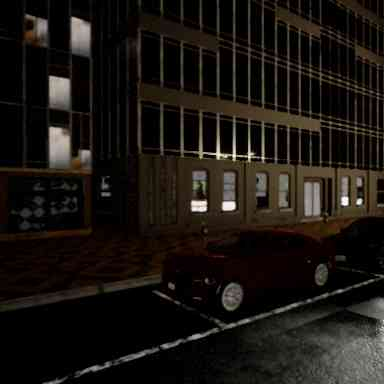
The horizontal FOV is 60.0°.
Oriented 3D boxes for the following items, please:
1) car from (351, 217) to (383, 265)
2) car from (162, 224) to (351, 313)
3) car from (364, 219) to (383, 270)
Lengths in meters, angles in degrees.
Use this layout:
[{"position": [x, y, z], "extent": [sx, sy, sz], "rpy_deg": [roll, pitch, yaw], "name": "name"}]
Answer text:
[{"position": [6.084, 1.526, 10.890], "extent": [4.313, 1.339, 1.947], "rpy_deg": [0, 0, -35], "name": "car"}, {"position": [1.448, 1.525, 7.586], "extent": [4.507, 1.381, 1.887], "rpy_deg": [0, 0, -35], "name": "car"}, {"position": [6.540, 1.456, 8.037], "extent": [4.902, 1.511, 2.128], "rpy_deg": [0, 0, -35], "name": "car"}]
